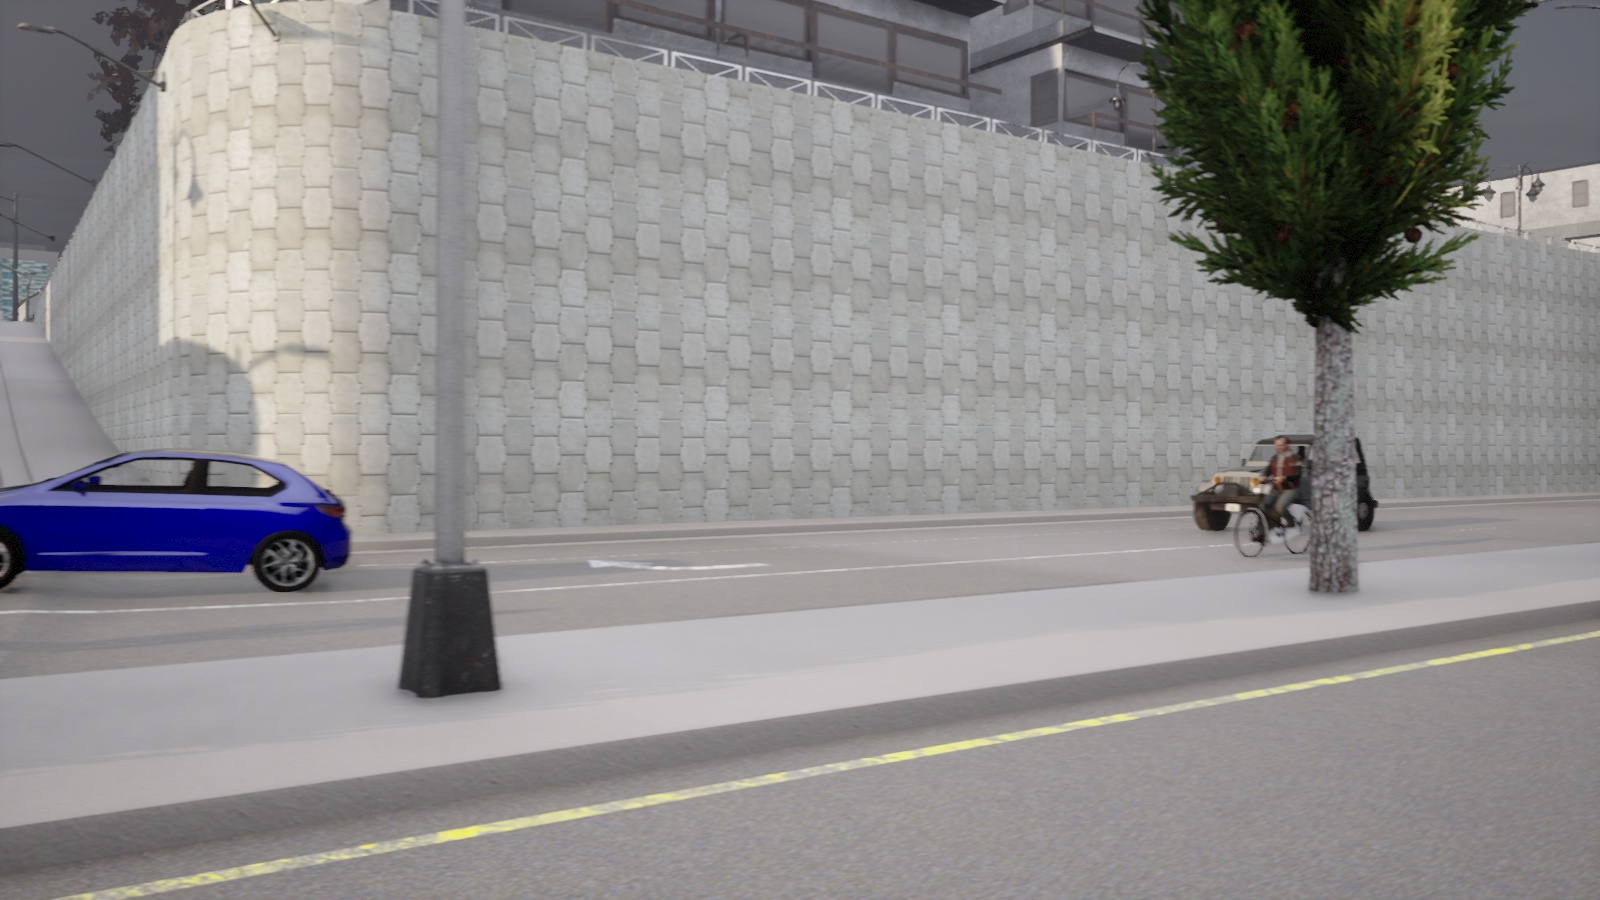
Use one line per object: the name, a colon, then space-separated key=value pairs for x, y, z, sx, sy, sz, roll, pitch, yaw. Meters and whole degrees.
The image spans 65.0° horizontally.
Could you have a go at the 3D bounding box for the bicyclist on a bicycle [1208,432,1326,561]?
bicyclist on a bicycle: x=6.738 y=0.645 z=18.096 sx=1.843 sy=1.776 sz=0.659 roll=0 pitch=0 yaw=-35

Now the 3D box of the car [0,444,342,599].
car: x=-7.188 y=0.735 z=13.306 sx=4.193 sy=1.474 sz=1.816 roll=3 pitch=-1 yaw=-25

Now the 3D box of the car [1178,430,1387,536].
car: x=9.305 y=0.580 z=24.147 sx=3.866 sy=1.878 sz=1.905 roll=0 pitch=0 yaw=-35
